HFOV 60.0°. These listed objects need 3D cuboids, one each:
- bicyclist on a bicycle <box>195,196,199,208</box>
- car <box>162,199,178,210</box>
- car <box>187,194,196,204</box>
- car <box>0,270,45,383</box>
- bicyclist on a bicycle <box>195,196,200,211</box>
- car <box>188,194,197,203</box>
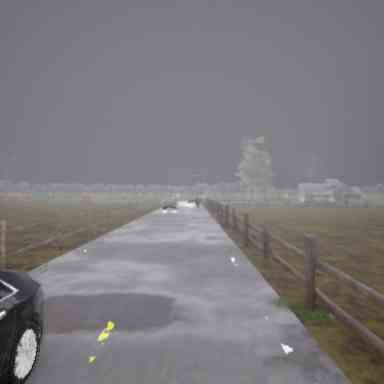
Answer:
[{"bbox_3d":[0.772,1.496,50.322,0.659,1.776,1.843,0,0,0],"label":"bicyclist on a bicycle"},{"bbox_3d":[-2.825,1.633,43.603,2.033,1.411,5.357,0,0,0],"label":"car"},{"bbox_3d":[0.022,1.803,71.616,1.837,1.490,4.892,0,-1,0],"label":"car"},{"bbox_3d":[-2.850,1.506,2.522,1.837,1.490,4.892,0,0,0],"label":"car"},{"bbox_3d":[0.768,1.523,40.367,0.582,1.620,1.656,0,-1,0],"label":"bicyclist on a bicycle"},{"bbox_3d":[0.026,1.549,82.645,2.150,2.045,5.566,0,-1,0],"label":"car"}]
